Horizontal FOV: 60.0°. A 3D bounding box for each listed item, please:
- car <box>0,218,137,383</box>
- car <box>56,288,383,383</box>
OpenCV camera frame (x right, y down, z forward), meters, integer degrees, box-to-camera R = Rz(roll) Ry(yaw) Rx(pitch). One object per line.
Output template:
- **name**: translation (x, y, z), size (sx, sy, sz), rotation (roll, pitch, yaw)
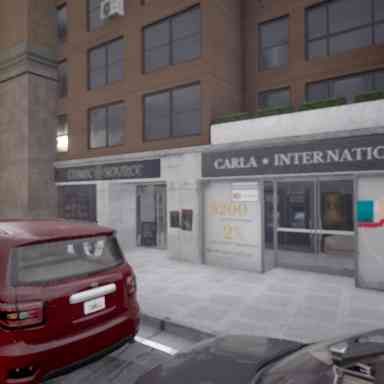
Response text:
- **car**: translation (-2.999, 1.315, 5.009), size (5.009, 1.841, 2.192), rotation (0, -1, 36)
- **car**: translation (1.456, 1.551, 1.816), size (4.403, 1.369, 2.008), rotation (0, -1, 36)
